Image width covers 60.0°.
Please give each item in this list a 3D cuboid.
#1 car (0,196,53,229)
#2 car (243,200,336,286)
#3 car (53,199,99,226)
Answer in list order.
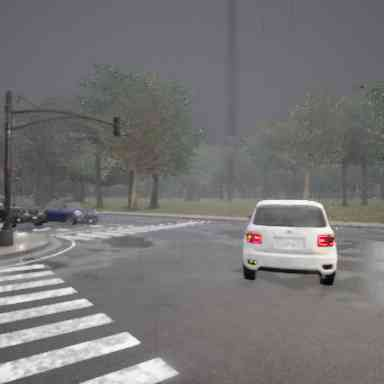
[{"bbox_3d":[-12.194,1.265,22.344,5.566,2.045,2.150,0,-1,32],"label":"car"},{"bbox_3d":[2.799,1.264,9.885,2.150,2.045,5.566,1,-1,15],"label":"car"},{"bbox_3d":[-8.840,1.430,24.074,4.553,1.767,2.097,0,-1,32],"label":"car"}]
